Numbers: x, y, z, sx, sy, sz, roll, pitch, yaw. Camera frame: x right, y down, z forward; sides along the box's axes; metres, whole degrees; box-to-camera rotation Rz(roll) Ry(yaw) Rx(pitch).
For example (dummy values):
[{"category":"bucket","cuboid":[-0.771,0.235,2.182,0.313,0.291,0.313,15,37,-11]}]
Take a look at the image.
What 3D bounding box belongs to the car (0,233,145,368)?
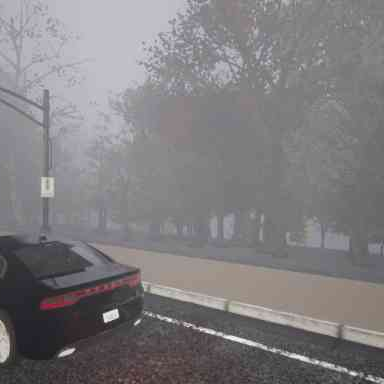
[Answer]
[{"category":"car","cuboid":[-3.051,1.477,5.855,5.008,1.535,1.882,0,0,37]}]
